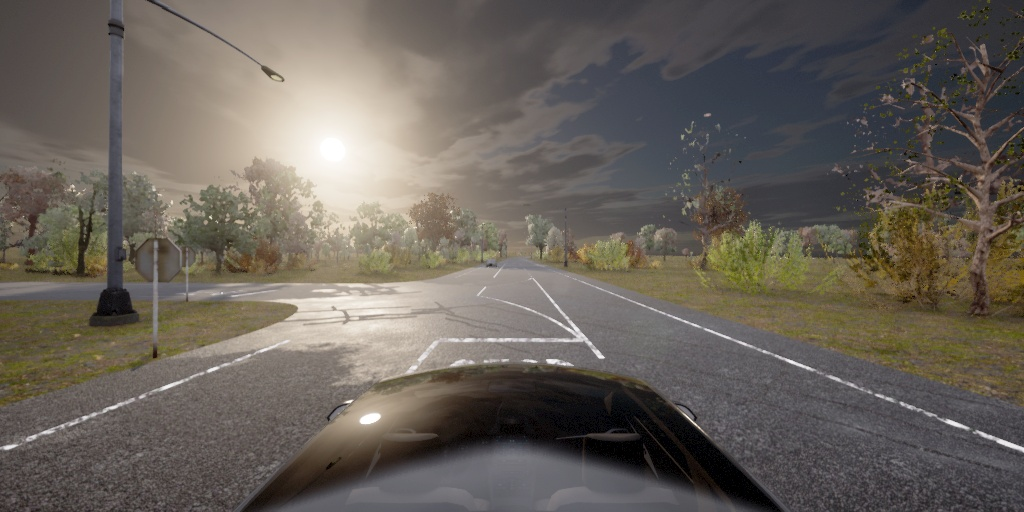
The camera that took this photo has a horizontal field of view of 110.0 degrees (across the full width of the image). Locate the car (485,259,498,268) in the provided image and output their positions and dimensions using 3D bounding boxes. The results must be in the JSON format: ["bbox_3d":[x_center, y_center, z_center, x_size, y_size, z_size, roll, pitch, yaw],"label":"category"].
[{"bbox_3d":[-3.395,1.200,60.039,1.837,1.490,4.892,0,0,0],"label":"car"}]
